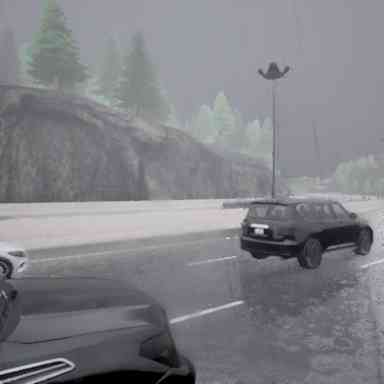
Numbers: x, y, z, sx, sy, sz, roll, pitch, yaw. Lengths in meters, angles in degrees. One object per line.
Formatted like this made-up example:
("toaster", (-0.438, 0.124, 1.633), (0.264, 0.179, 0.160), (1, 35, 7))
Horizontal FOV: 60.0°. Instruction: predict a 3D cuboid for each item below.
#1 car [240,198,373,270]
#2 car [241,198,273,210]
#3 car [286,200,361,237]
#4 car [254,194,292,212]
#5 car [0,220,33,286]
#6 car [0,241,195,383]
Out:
("car", (4.056, 1.241, 11.402), (5.566, 2.045, 2.150), (0, 0, -39))
("car", (8.840, 1.556, 44.770), (1.882, 1.535, 5.008), (0, 0, 43))
("car", (7.587, 1.383, 18.958), (4.553, 1.767, 2.097), (0, 0, -41))
("car", (10.026, 1.291, 40.899), (2.150, 2.045, 5.566), (0, 0, 43))
("car", (-6.471, 1.546, 7.820), (4.674, 1.442, 1.812), (0, 0, -35))
("car", (-2.629, 1.226, 1.946), (5.566, 2.045, 2.150), (0, 0, -35))
